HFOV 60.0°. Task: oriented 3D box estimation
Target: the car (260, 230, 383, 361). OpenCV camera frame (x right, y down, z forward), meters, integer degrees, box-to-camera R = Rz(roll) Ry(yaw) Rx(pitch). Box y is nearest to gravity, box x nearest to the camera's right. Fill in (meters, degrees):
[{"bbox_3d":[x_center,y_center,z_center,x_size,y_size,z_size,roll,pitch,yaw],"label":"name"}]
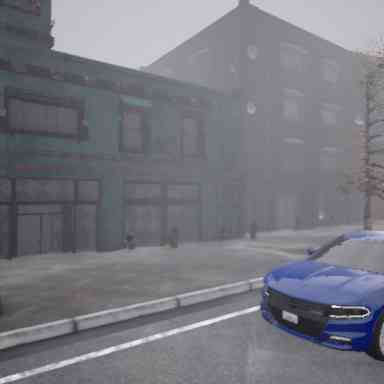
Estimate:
[{"bbox_3d":[3.412,1.487,6.096,5.008,1.535,1.882,0,0,-35],"label":"car"}]
